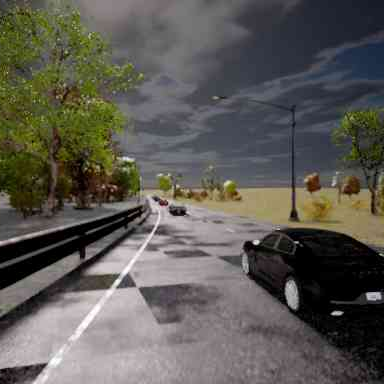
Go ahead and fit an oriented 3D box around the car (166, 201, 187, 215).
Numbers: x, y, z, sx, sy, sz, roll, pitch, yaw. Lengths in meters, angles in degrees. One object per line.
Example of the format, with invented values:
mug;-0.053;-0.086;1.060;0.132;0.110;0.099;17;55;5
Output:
car;-1.842;2.051;40.868;1.895;1.301;4.718;0;-1;-8

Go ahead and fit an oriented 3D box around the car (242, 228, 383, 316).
car;2.648;1.595;7.908;1.882;1.535;5.008;0;-1;-8

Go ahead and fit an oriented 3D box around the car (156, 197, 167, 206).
car;-6.228;2.321;73.106;1.994;1.385;4.181;0;-1;-8
